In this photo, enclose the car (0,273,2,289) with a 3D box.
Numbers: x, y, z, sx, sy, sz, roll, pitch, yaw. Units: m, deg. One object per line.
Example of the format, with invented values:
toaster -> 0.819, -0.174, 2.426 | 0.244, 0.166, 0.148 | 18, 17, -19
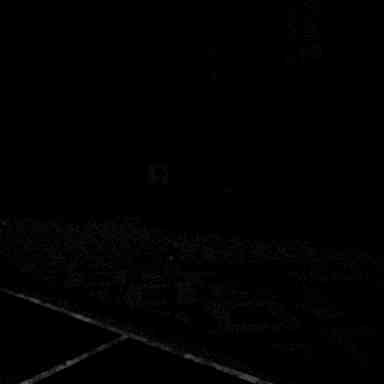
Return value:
car -> -5.959, 1.393, 7.212 | 4.097, 1.590, 1.967 | 0, 0, 36
